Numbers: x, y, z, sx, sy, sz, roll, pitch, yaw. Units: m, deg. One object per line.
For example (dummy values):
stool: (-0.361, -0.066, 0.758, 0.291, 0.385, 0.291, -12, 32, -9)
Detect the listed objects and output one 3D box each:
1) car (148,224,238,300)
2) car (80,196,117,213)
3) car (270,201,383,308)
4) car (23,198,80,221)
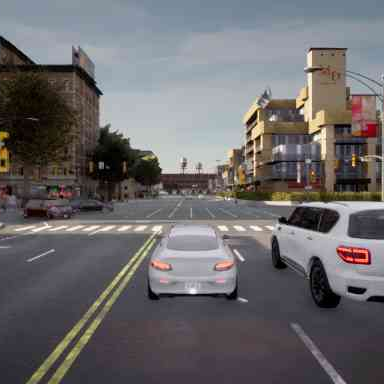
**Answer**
car: (0.012, 1.526, 8.284, 1.812, 1.442, 4.674, 0, 0, 0)
car: (-10.913, 1.507, 35.670, 4.892, 1.490, 1.837, -1, 1, -18)
car: (3.511, 1.221, 8.053, 2.150, 2.045, 5.566, 0, 0, 0)
car: (-11.915, 1.351, 27.652, 4.553, 1.767, 2.097, 0, 0, 32)
